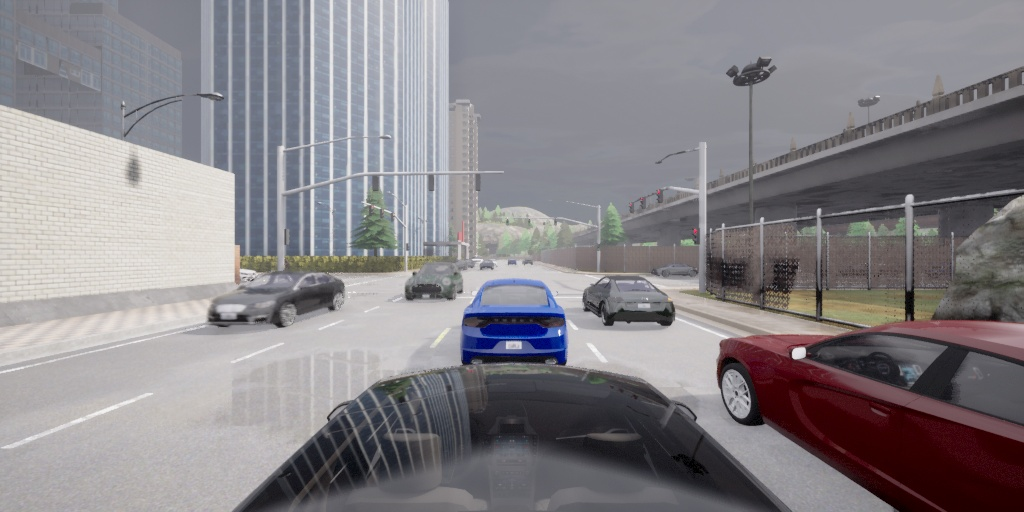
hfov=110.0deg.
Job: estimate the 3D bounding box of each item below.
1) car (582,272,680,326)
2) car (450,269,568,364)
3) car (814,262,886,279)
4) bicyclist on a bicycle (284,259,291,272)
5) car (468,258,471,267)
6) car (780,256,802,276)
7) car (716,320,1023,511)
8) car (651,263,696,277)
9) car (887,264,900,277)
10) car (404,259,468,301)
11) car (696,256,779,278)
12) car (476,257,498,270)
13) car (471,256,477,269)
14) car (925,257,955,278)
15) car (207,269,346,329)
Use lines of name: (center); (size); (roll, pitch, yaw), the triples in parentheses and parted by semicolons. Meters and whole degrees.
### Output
car: (3.576, 1.314, 11.679); (1.994, 1.385, 4.181); (0, 0, 0)
car: (0.054, 1.228, 8.019); (1.882, 1.535, 5.008); (0, 0, 1)
car: (29.769, 1.406, 31.967); (4.718, 1.301, 1.895); (0, 0, 0)
bicyclist on a bicycle: (-25.294, 1.106, 40.146); (0.582, 1.620, 1.656); (0, 0, 0)
car: (-7.086, 1.254, 48.780); (1.837, 1.490, 4.892); (0, 0, 0)
car: (25.378, 1.027, 35.467); (5.566, 2.045, 2.150); (0, 0, -1)
car: (3.601, 1.228, 2.685); (1.882, 1.535, 5.008); (0, 0, 0)
car: (16.022, 1.369, 35.445); (4.181, 1.385, 1.994); (0, 0, 0)
car: (35.557, 1.331, 35.466); (4.674, 1.442, 1.812); (0, 0, 0)
car: (-3.596, 1.104, 17.255); (2.097, 1.767, 4.553); (0, 0, 0)
car: (20.000, 1.027, 31.949); (5.566, 2.045, 2.150); (0, 0, 0)
car: (-3.585, 1.297, 52.388); (2.033, 1.411, 5.357); (0, 0, 0)
car: (-7.074, 1.241, 57.949); (2.128, 1.511, 4.902); (0, 0, 0)
car: (40.477, 1.027, 31.971); (5.566, 2.045, 2.150); (0, 0, 0)
car: (-7.096, 1.241, 11.427); (2.128, 1.511, 4.902); (0, 0, 0)
